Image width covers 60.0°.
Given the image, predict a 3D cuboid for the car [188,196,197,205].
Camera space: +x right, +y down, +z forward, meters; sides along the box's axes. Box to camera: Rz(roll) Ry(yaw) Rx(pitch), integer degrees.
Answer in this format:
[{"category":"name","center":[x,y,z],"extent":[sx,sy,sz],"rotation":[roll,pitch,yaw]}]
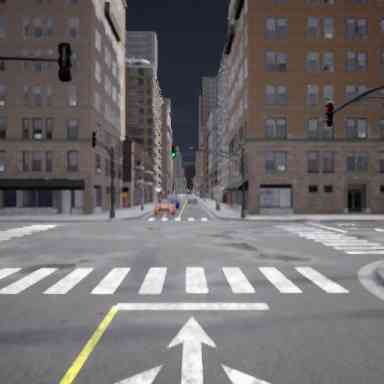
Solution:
[{"category":"car","center":[0.090,1.747,66.453],"extent":[2.128,1.511,4.902],"rotation":[0,0,0]}]

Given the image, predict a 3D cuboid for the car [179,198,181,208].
[{"category":"car","center":[-2.882,1.394,47.266],"extent":[2.150,2.045,5.566],"rotation":[0,0,-1]}]

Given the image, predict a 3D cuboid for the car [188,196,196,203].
[{"category":"car","center":[0.035,1.655,76.874],"extent":[1.812,1.442,4.674],"rotation":[0,0,0]}]

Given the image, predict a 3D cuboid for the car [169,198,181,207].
[{"category":"car","center":[-2.903,1.819,58.299],"extent":[1.895,1.301,4.718],"rotation":[0,0,0]}]

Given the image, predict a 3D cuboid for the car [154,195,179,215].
[{"category":"car","center":[-2.811,1.480,35.152],"extent":[2.097,1.767,4.553],"rotation":[0,0,-1]}]
